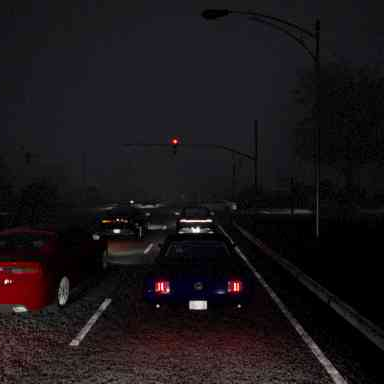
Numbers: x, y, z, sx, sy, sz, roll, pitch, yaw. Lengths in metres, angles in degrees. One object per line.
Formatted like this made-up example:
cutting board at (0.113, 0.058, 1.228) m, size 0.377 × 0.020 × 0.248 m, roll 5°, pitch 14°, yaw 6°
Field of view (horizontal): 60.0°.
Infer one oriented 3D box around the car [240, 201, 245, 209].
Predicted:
car at (4.135, 1.507, 41.474) m, size 4.892 × 1.490 × 1.837 m, roll 1°, pitch 1°, yaw 22°

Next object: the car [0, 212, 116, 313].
car at (-3.383, 1.478, 7.805) m, size 1.882 × 1.535 × 5.008 m, roll 0°, pitch 0°, yaw 0°

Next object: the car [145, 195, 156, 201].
car at (-10.298, 1.540, 83.257) m, size 2.033 × 1.411 × 5.357 m, roll 0°, pitch 0°, yaw 0°

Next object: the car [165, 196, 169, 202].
car at (-6.824, 1.478, 73.225) m, size 1.882 × 1.535 × 5.008 m, roll 0°, pitch 0°, yaw 0°

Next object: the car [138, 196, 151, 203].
car at (-10.326, 1.540, 72.537) m, size 2.033 × 1.411 × 5.357 m, roll 0°, pitch 0°, yaw 0°

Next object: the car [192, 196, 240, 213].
car at (2.565, 1.525, 36.807) m, size 4.674 × 1.442 × 1.812 m, roll 0°, pitch 0°, yaw 3°

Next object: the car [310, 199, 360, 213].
car at (15.400, 1.601, 36.056) m, size 4.718 × 1.301 × 1.895 m, roll 0°, pitch 0°, yaw 3°

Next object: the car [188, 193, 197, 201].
car at (0.208, 1.217, 84.684) m, size 2.150 × 2.045 × 5.566 m, roll 0°, pitch 0°, yaw 0°

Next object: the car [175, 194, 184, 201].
car at (-3.292, 1.532, 84.663) m, size 2.033 × 1.411 × 5.357 m, roll 0°, pitch 0°, yaw 0°

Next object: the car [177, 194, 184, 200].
car at (-3.226, 1.327, 95.071) m, size 1.882 × 1.535 × 5.008 m, roll 0°, pitch 0°, yaw 1°

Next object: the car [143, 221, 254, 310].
car at (0.119, 1.601, 7.778) m, size 1.895 × 1.301 × 4.718 m, roll 0°, pitch 0°, yaw 0°

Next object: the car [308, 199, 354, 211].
car at (16.425, 1.525, 39.504) m, size 4.674 × 1.442 × 1.812 m, roll 0°, pitch 0°, yaw 3°

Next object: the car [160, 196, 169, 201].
car at (-6.798, 1.595, 83.208) m, size 1.895 × 1.301 × 4.718 m, roll 0°, pitch 0°, yaw 0°

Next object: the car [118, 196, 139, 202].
car at (-10.486, 1.491, 53.185) m, size 2.128 × 1.511 × 4.902 m, roll 0°, pitch 0°, yaw 1°

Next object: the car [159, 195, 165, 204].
car at (-6.892, 1.601, 63.464) m, size 1.895 × 1.301 × 4.718 m, roll 0°, pitch 0°, yaw 1°

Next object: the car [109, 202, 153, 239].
car at (-3.359, 1.505, 17.303) m, size 1.837 × 1.490 × 4.892 m, roll 0°, pitch 0°, yaw 0°

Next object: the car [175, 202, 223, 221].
car at (0.150, 1.491, 17.040) m, size 2.128 × 1.511 × 4.902 m, roll 0°, pitch 0°, yaw -1°

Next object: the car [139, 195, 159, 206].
car at (-6.958, 1.564, 54.703) m, size 1.994 × 1.385 × 4.181 m, roll 0°, pitch 0°, yaw -1°
